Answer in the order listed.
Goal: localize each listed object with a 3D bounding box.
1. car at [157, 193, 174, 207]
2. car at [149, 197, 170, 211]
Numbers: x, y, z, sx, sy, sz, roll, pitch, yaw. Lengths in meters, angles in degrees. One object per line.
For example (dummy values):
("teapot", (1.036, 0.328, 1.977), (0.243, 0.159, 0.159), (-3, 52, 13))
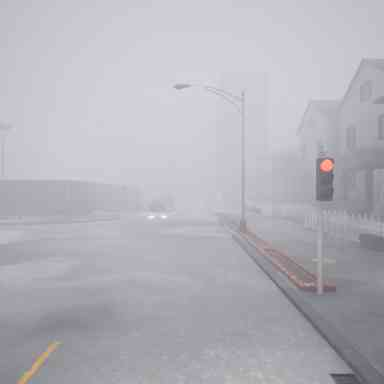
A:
("car", (-4.057, 1.221, 51.590), (2.150, 2.045, 5.566), (0, 0, 1))
("car", (-4.083, 1.601, 40.949), (1.895, 1.301, 4.718), (0, 0, 0))
